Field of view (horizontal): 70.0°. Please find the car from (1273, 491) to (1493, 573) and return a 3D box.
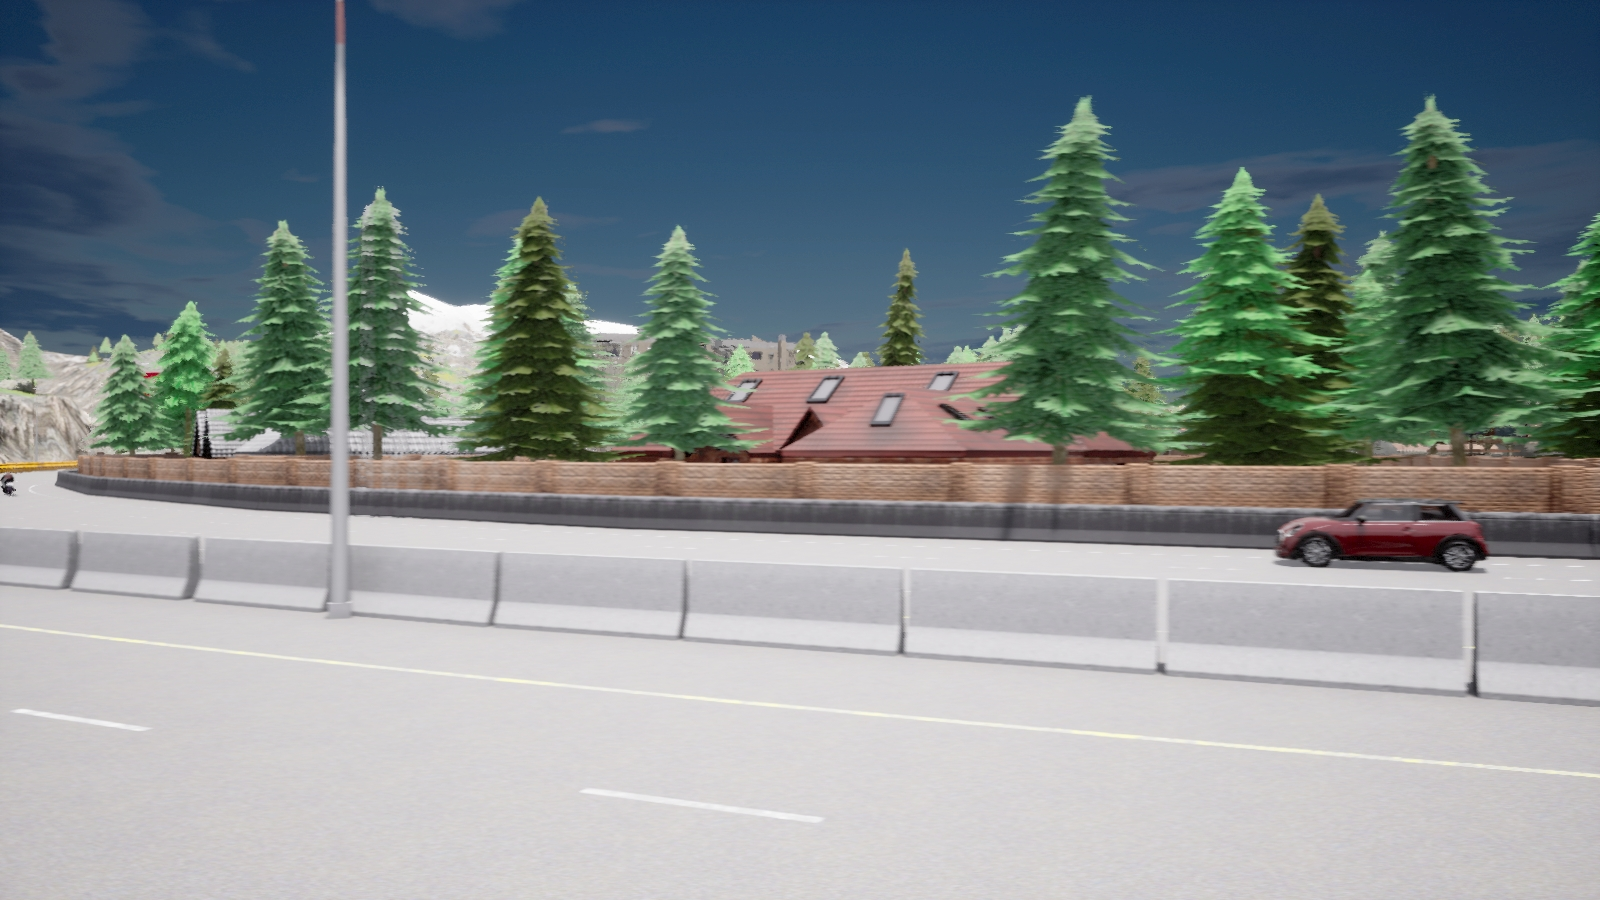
[{"bbox_3d":[14.082,1.952,27.939,4.553,1.767,2.097,0,0,19],"label":"car"}]
